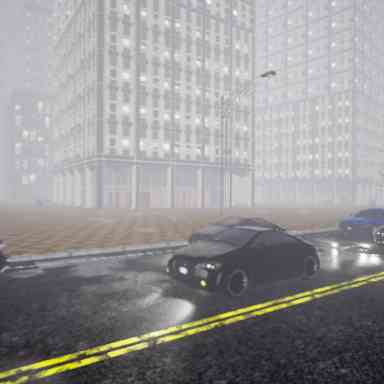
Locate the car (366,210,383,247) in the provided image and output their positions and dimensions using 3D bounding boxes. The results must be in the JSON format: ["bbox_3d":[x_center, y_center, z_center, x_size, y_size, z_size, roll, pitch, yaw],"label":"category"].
[{"bbox_3d":[9.992,1.671,14.758,4.892,1.490,1.837,1,0,-35],"label":"car"}]

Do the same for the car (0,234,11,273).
[{"bbox_3d":[-6.596,1.456,6.988,4.902,1.511,2.128,1,0,-36],"label":"car"}]

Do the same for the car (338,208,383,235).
[{"bbox_3d":[10.345,1.667,19.001,5.008,1.535,1.882,1,0,-35],"label":"car"}]

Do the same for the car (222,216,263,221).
[{"bbox_3d":[1.914,1.642,12.999,4.181,1.385,1.994,1,0,-35],"label":"car"}]

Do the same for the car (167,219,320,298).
[{"bbox_3d":[1.442,1.618,8.687,4.181,1.385,1.994,1,0,-35],"label":"car"}]
